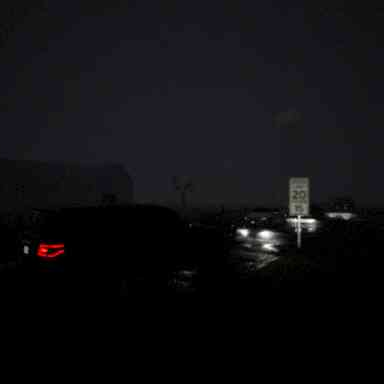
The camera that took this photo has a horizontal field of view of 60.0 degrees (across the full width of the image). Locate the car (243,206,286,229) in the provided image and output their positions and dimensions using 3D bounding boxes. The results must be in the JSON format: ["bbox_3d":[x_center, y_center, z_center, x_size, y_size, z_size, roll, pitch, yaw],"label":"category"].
[{"bbox_3d":[5.335,1.730,23.940,1.812,1.442,4.674,0,0,34],"label":"car"}]

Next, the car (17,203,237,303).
[{"bbox_3d":[-1.452,1.310,8.717,5.566,2.045,2.150,0,0,-42],"label":"car"}]

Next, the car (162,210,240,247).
[{"bbox_3d":[0.607,1.713,16.707,1.994,1.385,4.181,0,-1,34],"label":"car"}]

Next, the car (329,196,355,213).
[{"bbox_3d":[19.618,1.580,43.294,2.150,2.045,5.566,0,-1,37],"label":"car"}]

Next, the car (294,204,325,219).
[{"bbox_3d":[11.441,1.833,32.397,1.994,1.385,4.181,0,0,37],"label":"car"}]
